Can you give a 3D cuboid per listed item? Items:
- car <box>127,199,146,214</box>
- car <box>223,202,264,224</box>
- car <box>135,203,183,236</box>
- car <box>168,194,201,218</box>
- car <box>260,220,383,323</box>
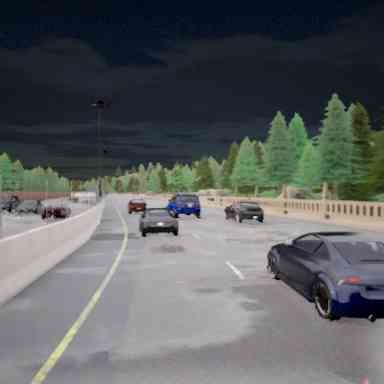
[{"bbox_3d":[-5.919,1.504,35.848,1.882,1.535,5.008,0,0,-14],"label":"car"},{"bbox_3d":[3.819,1.491,25.182,1.837,1.490,4.892,0,0,-13],"label":"car"},{"bbox_3d":[-1.955,1.573,18.637,1.994,1.385,4.181,0,0,-11],"label":"car"},{"bbox_3d":[-0.769,1.227,29.543,2.150,2.045,5.566,0,0,-14],"label":"car"},{"bbox_3d":[3.109,1.552,7.319,1.994,1.385,4.181,0,0,-4],"label":"car"}]
